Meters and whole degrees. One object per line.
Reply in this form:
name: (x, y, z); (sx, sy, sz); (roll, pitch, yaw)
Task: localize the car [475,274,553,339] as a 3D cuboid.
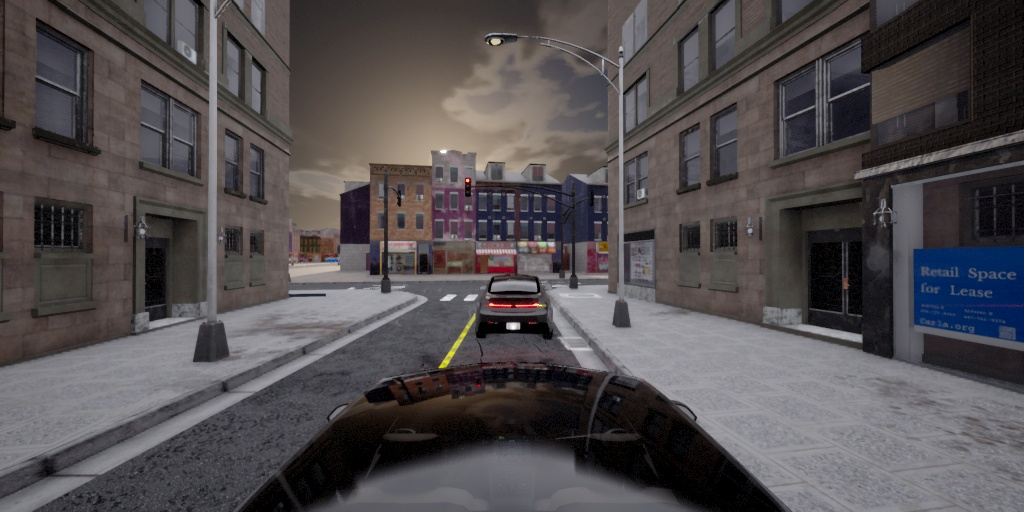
car: (0.098, 1.255, 10.110); (1.837, 1.490, 4.892); (0, 0, 2)
